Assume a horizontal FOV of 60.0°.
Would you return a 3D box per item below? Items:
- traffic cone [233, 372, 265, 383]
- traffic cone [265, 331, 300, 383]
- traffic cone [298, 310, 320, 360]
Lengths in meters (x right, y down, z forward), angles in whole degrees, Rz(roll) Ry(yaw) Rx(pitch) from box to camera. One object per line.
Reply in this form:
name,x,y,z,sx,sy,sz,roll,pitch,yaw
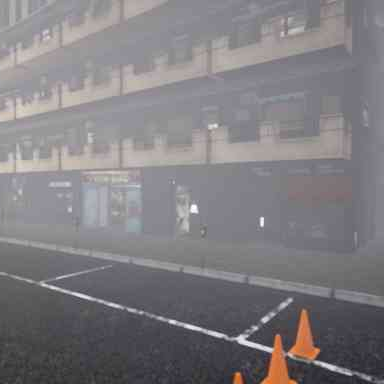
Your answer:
traffic cone,0.422,1.958,3.050,0.340,0.580,0.340,0,0,35
traffic cone,1.001,1.958,3.866,0.340,0.580,0.340,0,0,35
traffic cone,1.580,1.958,4.681,0.340,0.580,0.340,0,0,35
